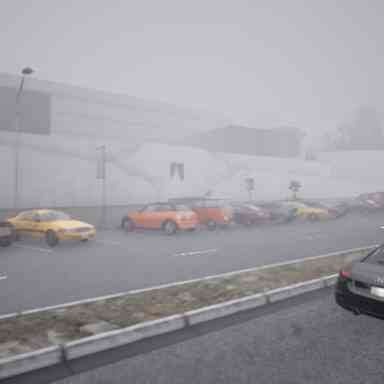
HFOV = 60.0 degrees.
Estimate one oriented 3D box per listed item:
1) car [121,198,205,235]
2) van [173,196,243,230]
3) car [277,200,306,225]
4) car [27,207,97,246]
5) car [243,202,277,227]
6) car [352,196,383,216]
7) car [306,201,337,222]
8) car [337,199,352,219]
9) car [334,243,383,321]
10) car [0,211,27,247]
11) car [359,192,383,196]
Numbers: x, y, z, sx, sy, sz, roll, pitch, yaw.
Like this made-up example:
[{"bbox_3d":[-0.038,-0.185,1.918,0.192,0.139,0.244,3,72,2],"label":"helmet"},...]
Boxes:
[{"bbox_3d":[-1.918,1.370,18.899,4.553,1.767,2.185,-1,-1,34],"label":"car"},{"bbox_3d":[0.592,1.265,20.592,4.442,1.987,1.878,-1,-1,35],"label":"van"},{"bbox_3d":[5.326,1.498,24.125,4.792,1.488,2.163,-1,0,35],"label":"car"},{"bbox_3d":[-6.647,1.491,15.351,5.366,1.575,1.946,-1,-1,35],"label":"car"},{"bbox_3d":[2.923,1.520,22.375,4.674,1.452,2.002,-1,0,35],"label":"car"},{"bbox_3d":[15.079,1.398,31.036,4.674,1.452,2.002,-1,0,35],"label":"car"},{"bbox_3d":[7.941,1.440,25.744,5.366,1.575,1.946,-1,-1,35],"label":"car"},{"bbox_3d":[10.241,1.451,27.560,4.792,1.488,2.163,-1,-1,35],"label":"car"},{"bbox_3d":[4.653,1.567,6.453,4.181,1.385,1.994,0,0,-35],"label":"car"},{"bbox_3d":[-9.257,1.524,13.737,4.792,1.488,2.163,-1,-1,35],"label":"car"},{"bbox_3d":[17.477,1.072,32.784,5.566,2.045,2.435,-1,0,35],"label":"car"}]
